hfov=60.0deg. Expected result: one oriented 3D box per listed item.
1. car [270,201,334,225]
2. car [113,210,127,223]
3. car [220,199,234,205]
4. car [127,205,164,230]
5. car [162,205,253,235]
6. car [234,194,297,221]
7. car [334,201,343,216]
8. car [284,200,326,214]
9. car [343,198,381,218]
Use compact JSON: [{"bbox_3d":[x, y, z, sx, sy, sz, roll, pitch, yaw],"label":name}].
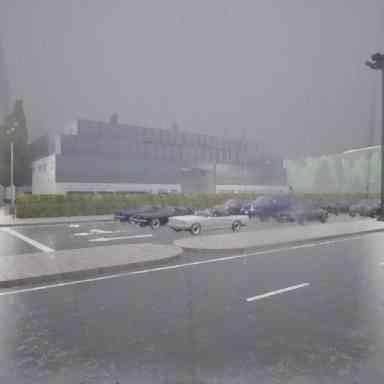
[{"bbox_3d":[7.955,1.564,23.952,4.181,1.385,1.994,0,0,-36],"label":"car"},{"bbox_3d":[-3.317,1.601,24.455,4.718,1.301,1.895,0,0,-36],"label":"car"},{"bbox_3d":[3.879,1.352,29.643,4.553,1.767,2.097,0,0,-36],"label":"car"},{"bbox_3d":[-1.431,1.601,21.511,4.718,1.301,1.895,0,0,-36],"label":"car"},{"bbox_3d":[0.936,1.601,18.904,4.718,1.301,1.895,0,0,-36],"label":"car"},{"bbox_3d":[6.411,1.221,27.158,5.566,2.045,2.150,0,0,-36],"label":"car"},{"bbox_3d":[14.565,1.601,33.111,4.718,1.301,1.895,0,0,-36],"label":"car"},{"bbox_3d":[12.189,1.601,35.710,4.718,1.301,1.895,0,0,-36],"label":"car"},{"bbox_3d":[16.046,1.352,29.859,4.553,1.767,2.097,0,0,-36],"label":"car"}]
